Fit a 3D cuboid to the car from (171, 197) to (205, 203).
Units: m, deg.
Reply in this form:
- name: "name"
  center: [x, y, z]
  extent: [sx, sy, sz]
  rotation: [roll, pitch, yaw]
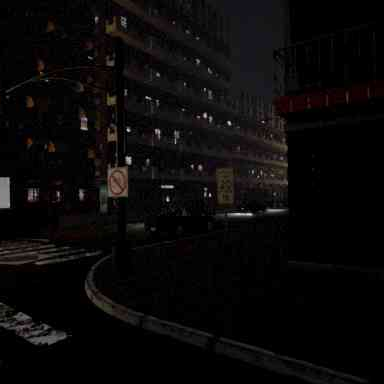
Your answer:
- name: "car"
  center: [-0.535, 1.331, 26.032]
  extent: [2.097, 1.767, 4.553]
  rotation: [-1, -1, 36]

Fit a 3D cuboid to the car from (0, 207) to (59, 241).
- name: "car"
  center: [-8.515, 1.492, 14.925]
  extent: [1.882, 1.535, 5.008]
  rotation: [-1, -1, 36]

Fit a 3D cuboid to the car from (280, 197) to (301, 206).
- name: "car"
  center: [15.761, 1.495, 52.939]
  extent: [1.752, 1.417, 4.829]
  rotation: [-1, -1, 36]

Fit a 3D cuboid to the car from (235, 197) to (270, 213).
- name: "car"
  center: [6.286, 1.520, 35.506]
  extent: [1.994, 1.385, 4.181]
  rotation: [-1, -1, 36]

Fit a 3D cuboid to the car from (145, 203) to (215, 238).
- name: "car"
  center: [-0.488, 1.435, 16.812]
  extent: [2.008, 1.369, 4.403]
  rotation: [-1, -1, 36]

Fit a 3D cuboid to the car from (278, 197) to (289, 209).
- name: "car"
  center: [12.839, 1.425, 44.556]
  extent: [2.128, 1.511, 4.902]
  rotation: [-1, -1, 36]

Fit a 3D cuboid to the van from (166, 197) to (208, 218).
- name: "van"
  center: [-0.392, 1.365, 30.457]
  extent: [1.690, 1.788, 3.998]
  rotation: [-1, -1, 36]

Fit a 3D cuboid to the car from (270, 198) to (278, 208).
- name: "car"
  center: [9.359, 1.430, 44.030]
  extent: [1.967, 1.590, 4.097]
  rotation: [-1, -1, 36]
